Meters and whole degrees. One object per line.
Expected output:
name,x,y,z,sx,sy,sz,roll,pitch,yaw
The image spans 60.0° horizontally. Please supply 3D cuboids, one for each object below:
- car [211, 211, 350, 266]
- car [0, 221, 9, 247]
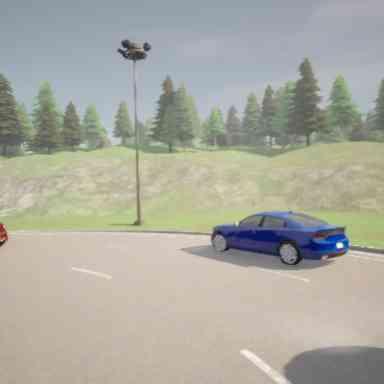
car,2.681,1.387,11.322,1.882,1.535,5.008,-1,0,-36
car,-10.493,1.662,14.310,4.553,1.767,2.097,-2,0,6
